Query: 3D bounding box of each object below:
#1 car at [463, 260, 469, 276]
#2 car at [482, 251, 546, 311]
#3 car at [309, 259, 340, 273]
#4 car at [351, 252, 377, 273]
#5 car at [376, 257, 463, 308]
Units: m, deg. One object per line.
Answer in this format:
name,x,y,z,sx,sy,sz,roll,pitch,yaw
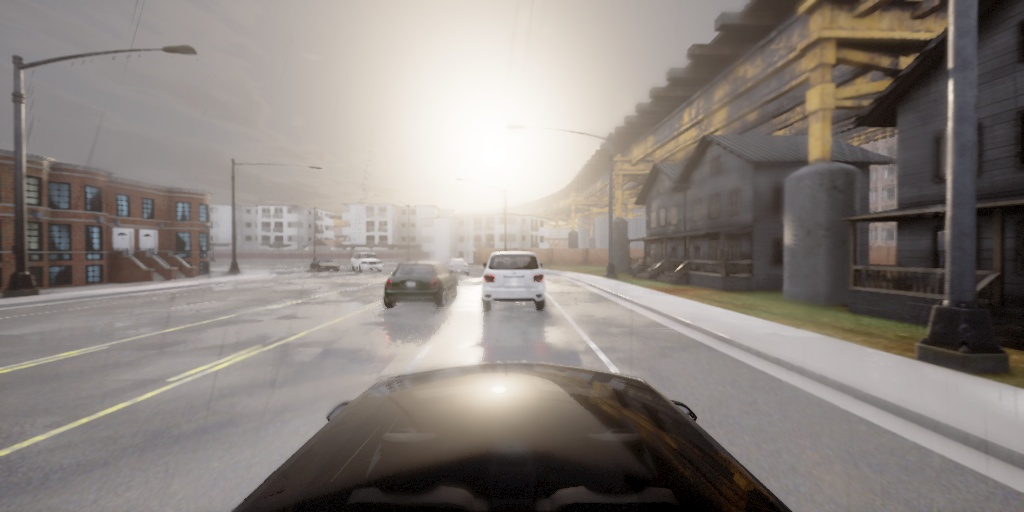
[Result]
car,-4.894,0.963,31.685,1.812,1.442,4.674,0,1,-14
car,0.034,0.839,13.915,2.150,2.045,5.566,0,1,-1
car,-19.174,0.969,36.589,2.033,1.411,5.357,-1,1,-41
car,-15.076,0.627,37.148,2.150,2.045,5.566,0,0,-35
car,-3.466,0.972,14.444,2.097,1.767,4.553,0,1,0
